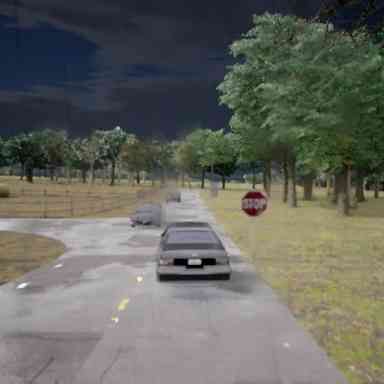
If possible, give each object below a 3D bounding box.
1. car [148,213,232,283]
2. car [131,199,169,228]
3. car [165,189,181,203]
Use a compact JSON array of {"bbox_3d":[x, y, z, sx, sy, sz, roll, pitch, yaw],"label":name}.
[{"bbox_3d":[-0.090,1.588,9.819,2.033,1.411,5.357,0,0,-3],"label":"car"},{"bbox_3d":[-2.761,1.457,21.741,1.837,1.490,4.892,1,1,0],"label":"car"},{"bbox_3d":[-2.795,0.635,50.684,2.150,2.045,5.566,0,2,0],"label":"car"}]
